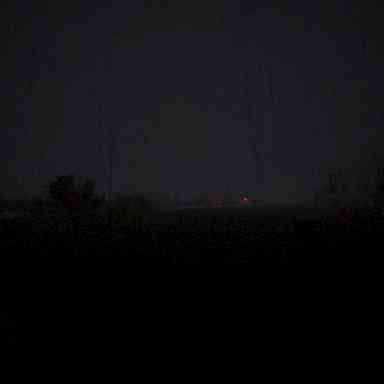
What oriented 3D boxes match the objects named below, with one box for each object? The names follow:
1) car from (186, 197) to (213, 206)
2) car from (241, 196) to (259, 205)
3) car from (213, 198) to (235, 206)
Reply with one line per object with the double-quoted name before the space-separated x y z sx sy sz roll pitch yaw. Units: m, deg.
"car" 0.895 1.530 56.073 1.882 1.535 5.008 0 -1 36
"car" 11.271 1.543 64.396 2.097 1.767 4.553 0 -1 36
"car" 5.380 1.680 56.122 1.895 1.301 4.718 0 -1 36
